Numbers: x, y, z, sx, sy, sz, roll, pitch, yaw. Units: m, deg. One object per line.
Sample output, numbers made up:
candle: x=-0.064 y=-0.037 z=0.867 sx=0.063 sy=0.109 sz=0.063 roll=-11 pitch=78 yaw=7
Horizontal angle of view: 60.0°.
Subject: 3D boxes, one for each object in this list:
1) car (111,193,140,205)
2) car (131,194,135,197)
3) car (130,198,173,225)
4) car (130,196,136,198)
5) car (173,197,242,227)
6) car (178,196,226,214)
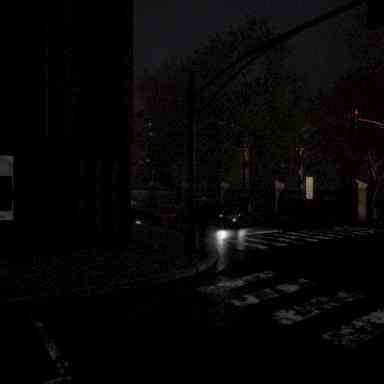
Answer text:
car: x=-8.830 y=0.863 z=43.840 sx=2.008 sy=1.369 sz=4.403 roll=1 pitch=0 yaw=-36
car: x=-6.486 y=1.028 z=30.770 sx=1.812 sy=1.442 sz=4.674 roll=0 pitch=1 yaw=-36
car: x=-2.580 y=1.257 z=21.006 sx=1.802 sy=1.307 sz=4.206 roll=2 pitch=0 yaw=-36
car: x=-5.837 y=1.158 z=25.482 sx=1.802 sy=1.307 sz=4.206 roll=2 pitch=0 yaw=-36
car: x=0.999 y=1.255 z=20.470 sx=1.812 sy=1.442 sz=4.674 roll=0 pitch=1 yaw=-36
car: x=0.843 y=1.129 z=30.546 sx=1.752 sy=1.417 sz=4.829 roll=1 pitch=0 yaw=-36
